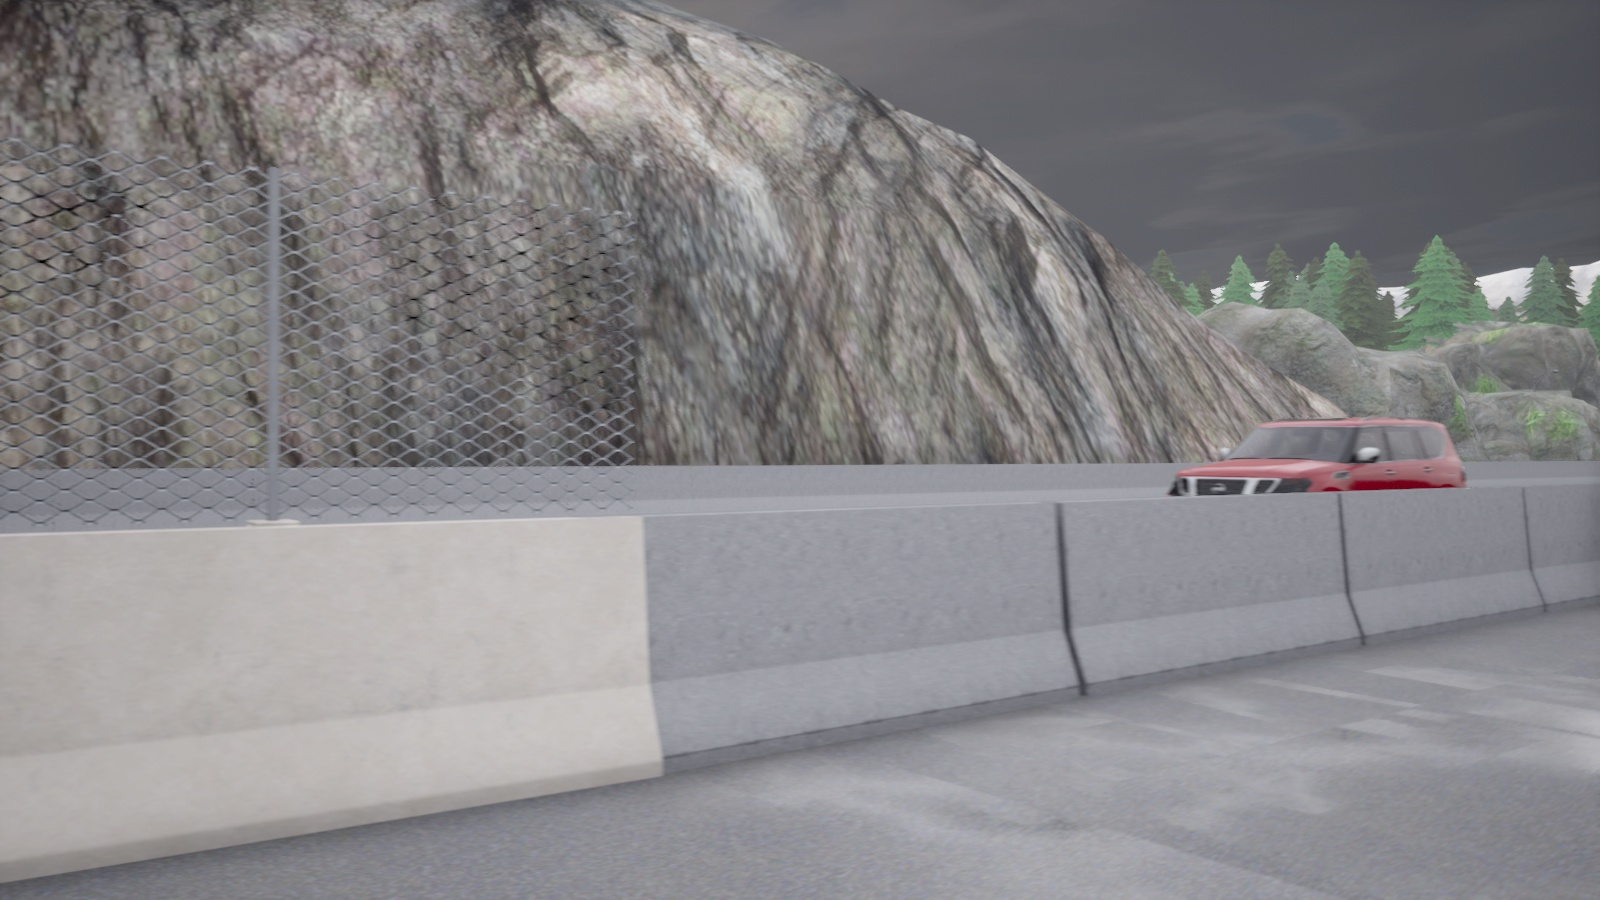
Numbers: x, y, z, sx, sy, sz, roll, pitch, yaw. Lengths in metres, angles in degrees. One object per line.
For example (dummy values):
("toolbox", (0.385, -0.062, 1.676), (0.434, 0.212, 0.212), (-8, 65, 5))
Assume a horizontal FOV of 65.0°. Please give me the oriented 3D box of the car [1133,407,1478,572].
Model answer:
("car", (7.453, 0.496, 18.218), (5.566, 2.045, 2.150), (0, 0, -38))
